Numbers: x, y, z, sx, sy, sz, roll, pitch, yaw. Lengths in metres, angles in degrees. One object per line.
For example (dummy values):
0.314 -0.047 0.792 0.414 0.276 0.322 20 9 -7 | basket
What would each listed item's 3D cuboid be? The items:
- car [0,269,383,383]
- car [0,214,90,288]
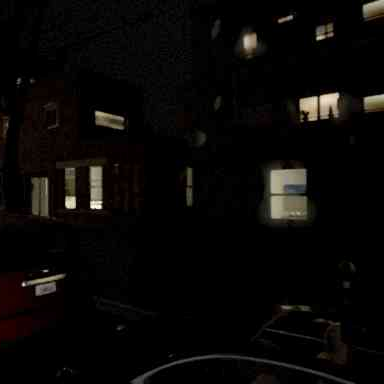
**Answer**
0.728 1.549 2.368 4.403 1.369 2.008 0 -1 35 | car
-3.785 1.293 5.589 5.009 1.841 2.192 0 -1 35 | car
